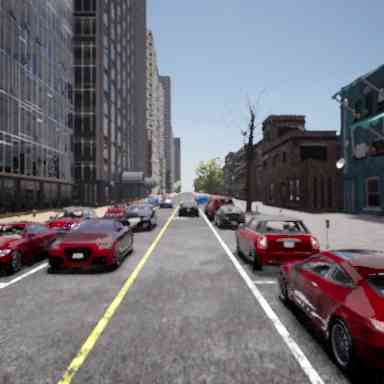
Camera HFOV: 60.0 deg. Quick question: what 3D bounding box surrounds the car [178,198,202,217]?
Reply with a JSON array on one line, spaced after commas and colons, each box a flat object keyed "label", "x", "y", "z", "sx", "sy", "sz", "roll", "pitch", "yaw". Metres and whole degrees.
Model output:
[{"label": "car", "x": -0.305, "y": 1.592, "z": 32.012, "sx": 1.994, "sy": 1.385, "sz": 4.181, "roll": 0, "pitch": 0, "yaw": 0}]

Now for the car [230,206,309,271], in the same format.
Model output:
[{"label": "car", "x": 2.595, "y": 1.441, "z": 10.916, "sx": 1.967, "sy": 1.590, "sz": 4.097, "roll": 0, "pitch": 0, "yaw": -1}]

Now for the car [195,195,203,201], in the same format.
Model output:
[{"label": "car", "x": 1.704, "y": 1.534, "z": 83.016, "sx": 1.887, "sy": 1.381, "sz": 4.507, "roll": 1, "pitch": 0, "yaw": -1}]

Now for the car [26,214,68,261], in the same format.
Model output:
[{"label": "car", "x": -5.786, "y": 1.623, "z": 10.813, "sx": 1.802, "sy": 1.307, "sz": 4.206, "roll": 0, "pitch": 0, "yaw": -1}]

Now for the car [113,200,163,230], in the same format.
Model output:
[{"label": "car", "x": -3.323, "y": 1.530, "z": 21.434, "sx": 2.128, "sy": 1.511, "sz": 4.902, "roll": 0, "pitch": 0, "yaw": -1}]

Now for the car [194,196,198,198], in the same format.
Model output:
[{"label": "car", "x": -0.484, "y": 1.630, "z": 44.409, "sx": 1.895, "sy": 1.301, "sz": 4.718, "roll": 0, "pitch": 0, "yaw": 0}]

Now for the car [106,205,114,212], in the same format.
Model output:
[{"label": "car", "x": -5.991, "y": 1.636, "z": 27.449, "sx": 1.802, "sy": 1.307, "sz": 4.206, "roll": 0, "pitch": 0, "yaw": -1}]

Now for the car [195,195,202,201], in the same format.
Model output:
[{"label": "car", "x": 1.636, "y": 1.565, "z": 88.561, "sx": 1.802, "sy": 1.307, "sz": 4.206, "roll": 1, "pitch": 0, "yaw": -1}]

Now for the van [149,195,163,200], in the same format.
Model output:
[{"label": "van", "x": -6.331, "y": 1.394, "z": 55.182, "sx": 1.690, "sy": 1.788, "sz": 3.998, "roll": 1, "pitch": 0, "yaw": -1}]

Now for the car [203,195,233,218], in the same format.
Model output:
[{"label": "car", "x": 2.391, "y": 1.329, "z": 27.553, "sx": 2.192, "sy": 1.841, "sz": 5.009, "roll": 0, "pitch": 0, "yaw": -1}]

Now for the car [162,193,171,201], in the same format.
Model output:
[{"label": "car", "x": -6.741, "y": 1.339, "z": 88.456, "sx": 2.192, "sy": 1.841, "sz": 5.009, "roll": 1, "pitch": 0, "yaw": -1}]

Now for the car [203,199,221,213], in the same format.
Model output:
[{"label": "car", "x": 2.251, "y": 1.542, "z": 38.818, "sx": 1.752, "sy": 1.417, "sz": 4.829, "roll": 0, "pitch": 0, "yaw": -1}]

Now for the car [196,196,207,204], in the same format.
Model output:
[{"label": "car", "x": 1.910, "y": 1.571, "z": 66.378, "sx": 1.947, "sy": 1.339, "sz": 4.313, "roll": 1, "pitch": 0, "yaw": -1}]

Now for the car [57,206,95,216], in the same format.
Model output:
[{"label": "car", "x": -5.853, "y": 1.487, "z": 16.358, "sx": 1.967, "sy": 1.590, "sz": 4.097, "roll": 0, "pitch": 0, "yaw": -1}]

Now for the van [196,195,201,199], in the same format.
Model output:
[{"label": "van", "x": 1.980, "y": 1.350, "z": 60.832, "sx": 1.690, "sy": 1.788, "sz": 3.998, "roll": 1, "pitch": 0, "yaw": -1}]

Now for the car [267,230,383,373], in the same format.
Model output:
[{"label": "car", "x": 2.662, "y": 1.576, "z": 5.368, "sx": 1.802, "sy": 1.307, "sz": 4.206, "roll": 0, "pitch": 0, "yaw": -1}]

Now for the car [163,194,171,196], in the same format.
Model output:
[{"label": "car", "x": -6.676, "y": 1.612, "z": 82.910, "sx": 1.802, "sy": 1.307, "sz": 4.206, "roll": 1, "pitch": 0, "yaw": -1}]

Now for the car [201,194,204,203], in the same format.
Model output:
[{"label": "car", "x": 2.323, "y": 1.331, "z": 33.101, "sx": 2.192, "sy": 1.841, "sz": 5.009, "roll": 0, "pitch": 0, "yaw": -1}]

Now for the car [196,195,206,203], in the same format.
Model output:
[{"label": "car", "x": 1.842, "y": 1.441, "z": 71.923, "sx": 1.967, "sy": 1.590, "sz": 4.097, "roll": 1, "pitch": 0, "yaw": -1}]

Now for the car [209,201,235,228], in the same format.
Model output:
[{"label": "car", "x": 2.458, "y": 1.561, "z": 22.007, "sx": 2.008, "sy": 1.369, "sz": 4.403, "roll": 0, "pitch": 0, "yaw": -1}]

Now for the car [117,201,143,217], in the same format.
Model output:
[{"label": "car", "x": -6.059, "y": 1.638, "z": 32.997, "sx": 1.802, "sy": 1.307, "sz": 4.206, "roll": 0, "pitch": 0, "yaw": -1}]

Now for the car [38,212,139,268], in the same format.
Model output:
[{"label": "car", "x": -3.208, "y": 1.593, "z": 11.298, "sx": 1.994, "sy": 1.385, "sz": 4.181, "roll": 0, "pitch": 0, "yaw": -1}]

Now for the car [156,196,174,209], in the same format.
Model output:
[{"label": "car", "x": -3.547, "y": 1.686, "z": 46.653, "sx": 1.895, "sy": 1.301, "sz": 4.718, "roll": 0, "pitch": 0, "yaw": -1}]

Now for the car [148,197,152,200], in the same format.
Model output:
[{"label": "car", "x": -6.127, "y": 1.602, "z": 38.543, "sx": 1.887, "sy": 1.381, "sz": 4.507, "roll": 1, "pitch": 0, "yaw": -1}]

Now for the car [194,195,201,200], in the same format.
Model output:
[{"label": "car", "x": 1.566, "y": 1.501, "z": 94.276, "sx": 1.752, "sy": 1.417, "sz": 4.829, "roll": 1, "pitch": 0, "yaw": -1}]

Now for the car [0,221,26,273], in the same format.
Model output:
[{"label": "car", "x": -3.088, "y": 1.239, "z": 1.232, "sx": 2.150, "sy": 2.045, "sz": 5.566, "roll": 0, "pitch": 0, "yaw": -1}]
